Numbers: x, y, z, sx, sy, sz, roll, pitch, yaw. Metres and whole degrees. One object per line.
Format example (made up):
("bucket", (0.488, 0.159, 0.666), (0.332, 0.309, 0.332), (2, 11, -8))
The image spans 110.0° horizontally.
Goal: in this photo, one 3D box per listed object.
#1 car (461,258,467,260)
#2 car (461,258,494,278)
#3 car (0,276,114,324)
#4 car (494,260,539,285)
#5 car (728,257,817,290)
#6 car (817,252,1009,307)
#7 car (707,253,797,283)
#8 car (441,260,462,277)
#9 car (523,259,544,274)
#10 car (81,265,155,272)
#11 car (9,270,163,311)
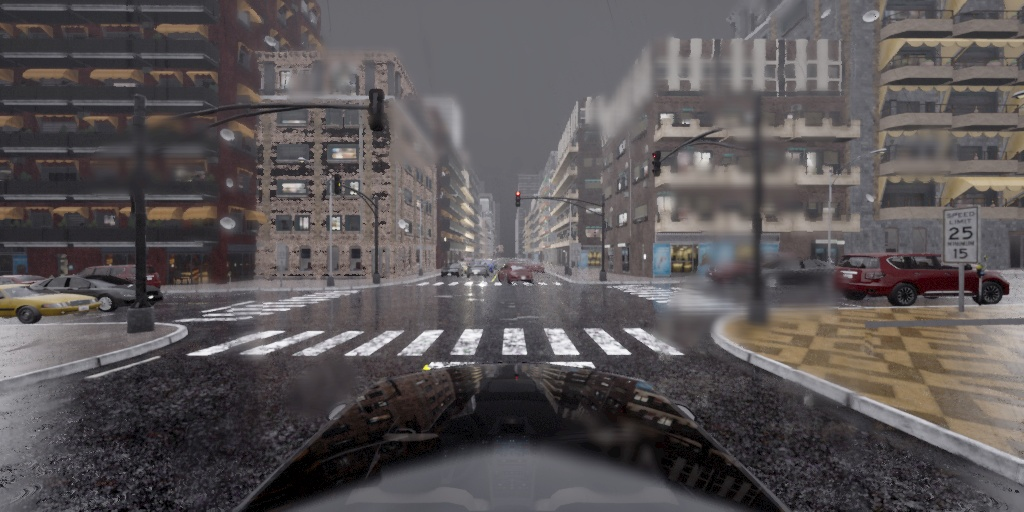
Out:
("car", (-5.777, 1.279, 40.621), (1.751, 1.417, 4.829), (0, 0, 0))
("car", (-3.172, 1.244, 33.985), (2.128, 1.511, 4.902), (0, 0, 0))
("car", (-17.654, 1.584, 12.756), (4.829, 1.417, 1.751), (0, 0, -1))
("car", (0.229, 1.280, 26.368), (1.812, 1.442, 4.674), (-1, 0, -14))
("car", (14.528, 0.953, 18.900), (4.892, 1.490, 1.837), (-1, 0, -1))
("car", (14.685, 0.774, 13.112), (5.009, 1.841, 2.192), (0, 0, -1))
("car", (14.532, 0.756, 21.490), (5.009, 1.841, 2.192), (0, 0, -1))
("car", (-5.765, 1.318, 35.109), (1.948, 1.339, 4.313), (0, 0, 0))
("car", (2.603, 1.194, 40.812), (1.967, 1.591, 4.097), (0, 0, 0))
("car", (-23.642, 1.460, 21.038), (5.009, 1.841, 2.192), (0, 0, -1))
("car", (-17.898, 1.559, 15.340), (4.892, 1.490, 1.837), (-1, 0, -1))
